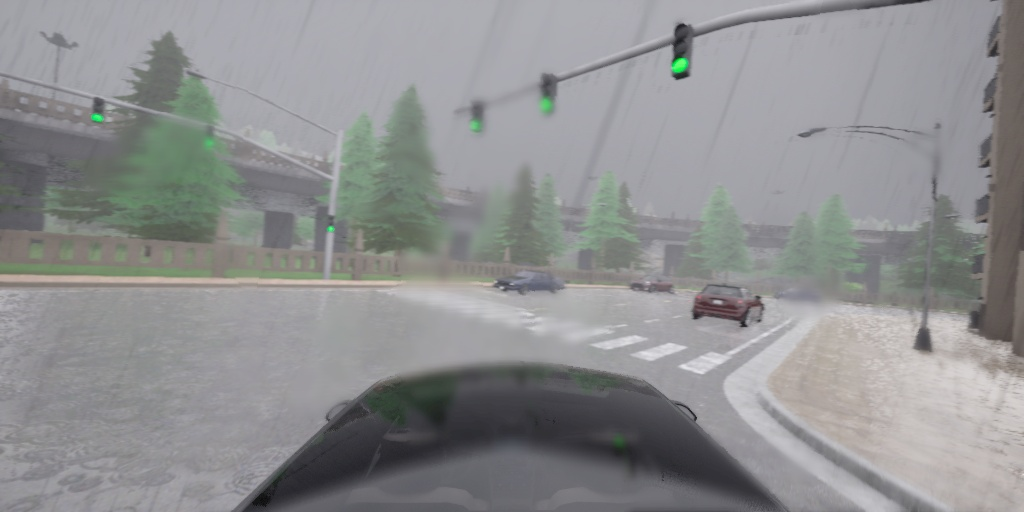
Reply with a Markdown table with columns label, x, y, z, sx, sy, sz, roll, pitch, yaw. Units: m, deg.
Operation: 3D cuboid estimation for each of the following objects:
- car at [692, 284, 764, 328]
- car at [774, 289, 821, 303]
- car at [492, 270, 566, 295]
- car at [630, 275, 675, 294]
| label | x | y | z | sx | sy | sz | roll | pitch | yaw |
| --- | --- | --- | --- | --- | --- | --- | --- | --- | --- |
| car | 9.982 | 2.080 | 16.390 | 2.097 | 1.767 | 4.553 | 4 | -1 | 43 |
| car | 32.394 | 4.448 | 40.656 | 4.674 | 1.442 | 1.812 | 5 | -1 | -3 |
| car | 1.279 | 1.623 | 22.566 | 2.033 | 1.411 | 5.357 | 4 | -1 | 44 |
| car | 13.178 | 2.563 | 33.591 | 4.553 | 1.767 | 2.097 | 5 | -1 | -34 |
